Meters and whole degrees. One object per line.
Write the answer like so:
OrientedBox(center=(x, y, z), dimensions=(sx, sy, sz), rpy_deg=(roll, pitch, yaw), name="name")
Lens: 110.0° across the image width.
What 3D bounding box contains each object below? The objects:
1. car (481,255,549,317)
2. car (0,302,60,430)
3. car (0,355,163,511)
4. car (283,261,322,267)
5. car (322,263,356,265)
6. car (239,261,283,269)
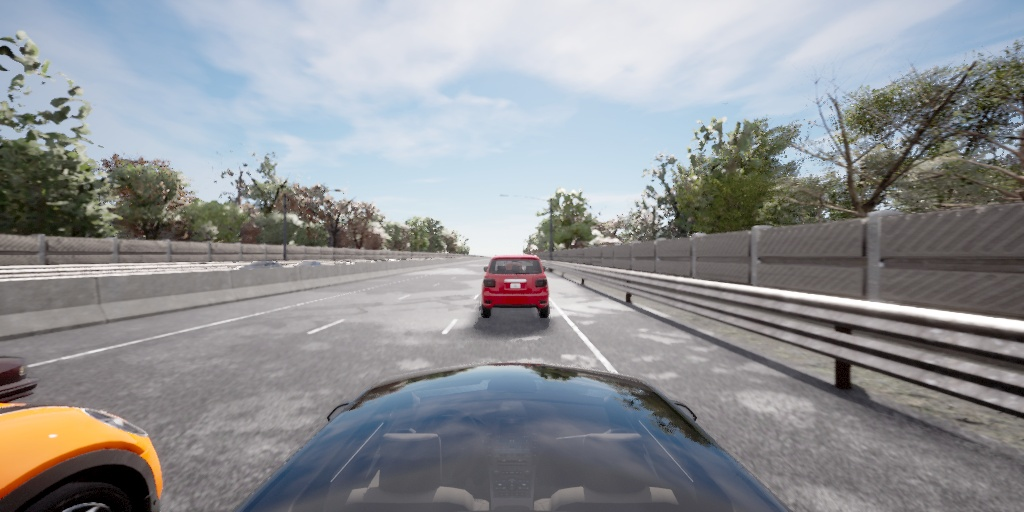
OrientedBox(center=(0.101, 0.974, 13.278), dimensions=(2.150, 2.045, 5.566), rpy_deg=(0, 0, 0), name="car")
OrientedBox(center=(-6.902, 1.298, 1.989), dimensions=(2.033, 1.411, 5.357), rpy_deg=(0, 0, 0), name="car")
OrientedBox(center=(-3.399, 1.101, 0.489), dimensions=(2.097, 1.767, 4.553), rpy_deg=(0, 0, 0), name="car")
OrientedBox(center=(-21.039, 1.285, 37.068), dimensions=(1.812, 1.442, 4.674), rpy_deg=(0, 0, 1), name="car")
OrientedBox(center=(-17.530, 1.361, 37.768), dimensions=(1.895, 1.301, 4.718), rpy_deg=(0, 0, 1), name="car")
OrientedBox(center=(-24.554, 1.266, 35.247), dimensions=(1.837, 1.490, 4.892), rpy_deg=(0, -1, 0), name="car")
